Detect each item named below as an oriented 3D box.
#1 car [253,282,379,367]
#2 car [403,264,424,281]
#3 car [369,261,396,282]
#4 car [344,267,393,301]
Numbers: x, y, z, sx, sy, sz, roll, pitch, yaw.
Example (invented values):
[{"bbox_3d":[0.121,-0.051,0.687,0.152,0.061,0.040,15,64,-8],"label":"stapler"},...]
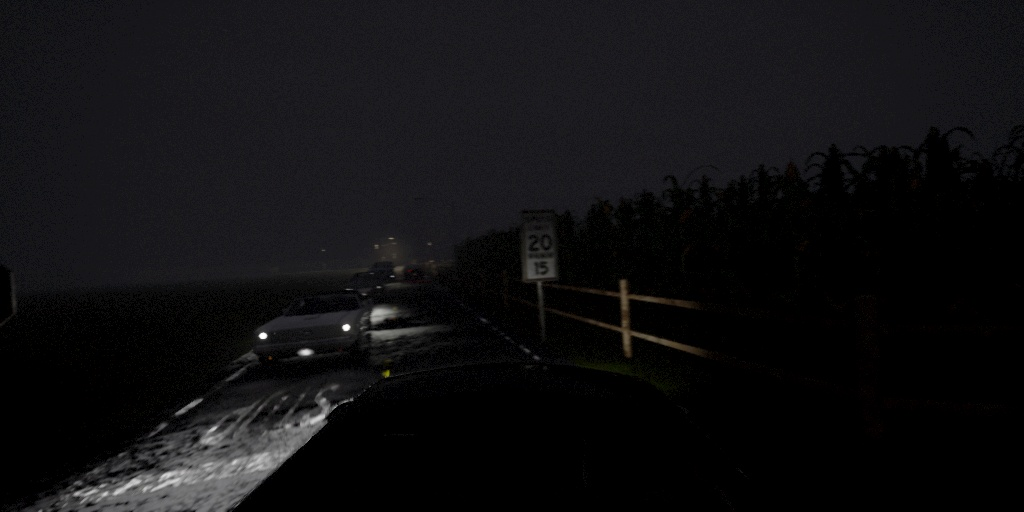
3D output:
[{"bbox_3d":[-4.629,1.578,9.022,1.895,1.301,4.718,-3,0,-17],"label":"car"},{"bbox_3d":[-10.252,1.653,37.403,1.882,1.535,5.008,-3,0,-17],"label":"car"},{"bbox_3d":[-12.673,1.533,35.325,2.150,2.045,5.566,-3,0,-17],"label":"car"},{"bbox_3d":[-7.823,1.601,19.433,2.128,1.511,4.902,-3,0,-17],"label":"car"}]
